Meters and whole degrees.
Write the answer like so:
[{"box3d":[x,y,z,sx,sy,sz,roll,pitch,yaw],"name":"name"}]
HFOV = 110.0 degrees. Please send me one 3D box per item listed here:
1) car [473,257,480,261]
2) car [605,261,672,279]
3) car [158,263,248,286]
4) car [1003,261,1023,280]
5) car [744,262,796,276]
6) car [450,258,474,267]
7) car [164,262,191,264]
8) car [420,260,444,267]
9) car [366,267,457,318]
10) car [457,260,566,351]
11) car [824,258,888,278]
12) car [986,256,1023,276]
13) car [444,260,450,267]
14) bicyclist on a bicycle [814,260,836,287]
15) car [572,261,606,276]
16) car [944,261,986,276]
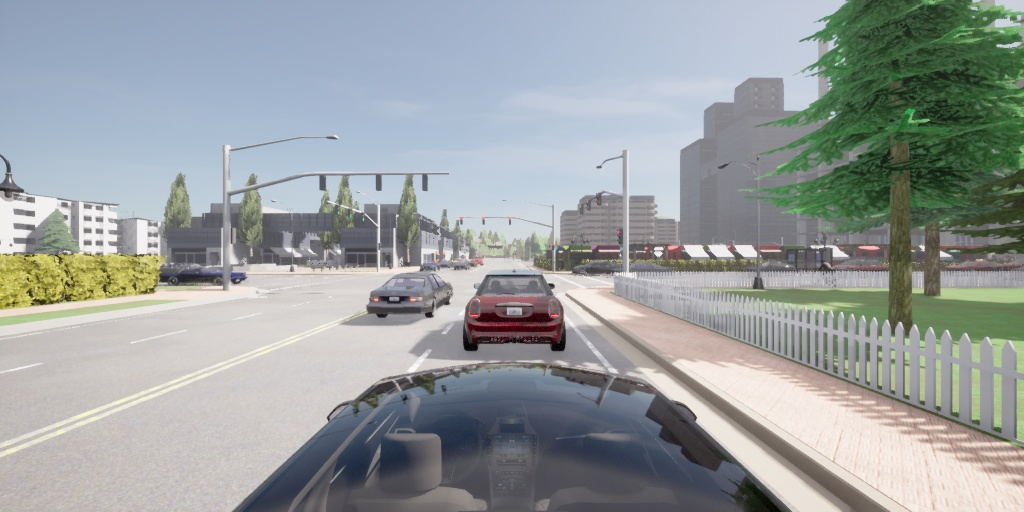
[{"box3d":[-7.082,1.351,61.710,1.895,1.301,4.718,0,0,0],"name":"car"},{"box3d":[11.576,1.297,32.302,5.357,1.411,2.033,0,0,-1],"name":"car"},{"box3d":[-20.883,1.351,24.388,4.718,1.301,1.895,0,0,-1],"name":"car"},{"box3d":[43.877,1.314,29.449,4.181,1.385,1.994,0,0,-3],"name":"car"},{"box3d":[25.949,1.276,36.151,4.674,1.442,1.812,0,0,-2],"name":"car"},{"box3d":[-7.098,1.297,51.454,2.033,1.411,5.357,0,0,0],"name":"car"},{"box3d":[-25.393,1.241,27.784,4.902,1.511,2.128,0,0,-2],"name":"car"},{"box3d":[-10.628,1.314,46.933,1.994,1.385,4.181,0,0,1],"name":"car"},{"box3d":[-3.419,1.297,12.975,2.033,1.411,5.357,0,0,0],"name":"car"},{"box3d":[0.063,1.102,9.140,2.097,1.767,4.553,0,0,0],"name":"car"},{"box3d":[31.403,1.103,32.797,4.553,1.767,2.097,0,0,-1],"name":"car"},{"box3d":[47.704,0.945,33.119,5.008,1.535,1.882,0,0,-1],"name":"car"},{"box3d":[-10.600,1.297,57.436,2.033,1.411,5.357,0,0,0],"name":"car"},{"box3d":[18.790,1.052,21.497,0.582,1.620,1.656,0,0,-1],"name":"bicyclist on a bicycle"},{"box3d":[8.535,1.254,36.008,4.892,1.490,1.837,0,0,3],"name":"car"},{"box3d":[47.240,1.230,36.613,5.008,1.535,1.882,0,0,-1],"name":"car"}]
